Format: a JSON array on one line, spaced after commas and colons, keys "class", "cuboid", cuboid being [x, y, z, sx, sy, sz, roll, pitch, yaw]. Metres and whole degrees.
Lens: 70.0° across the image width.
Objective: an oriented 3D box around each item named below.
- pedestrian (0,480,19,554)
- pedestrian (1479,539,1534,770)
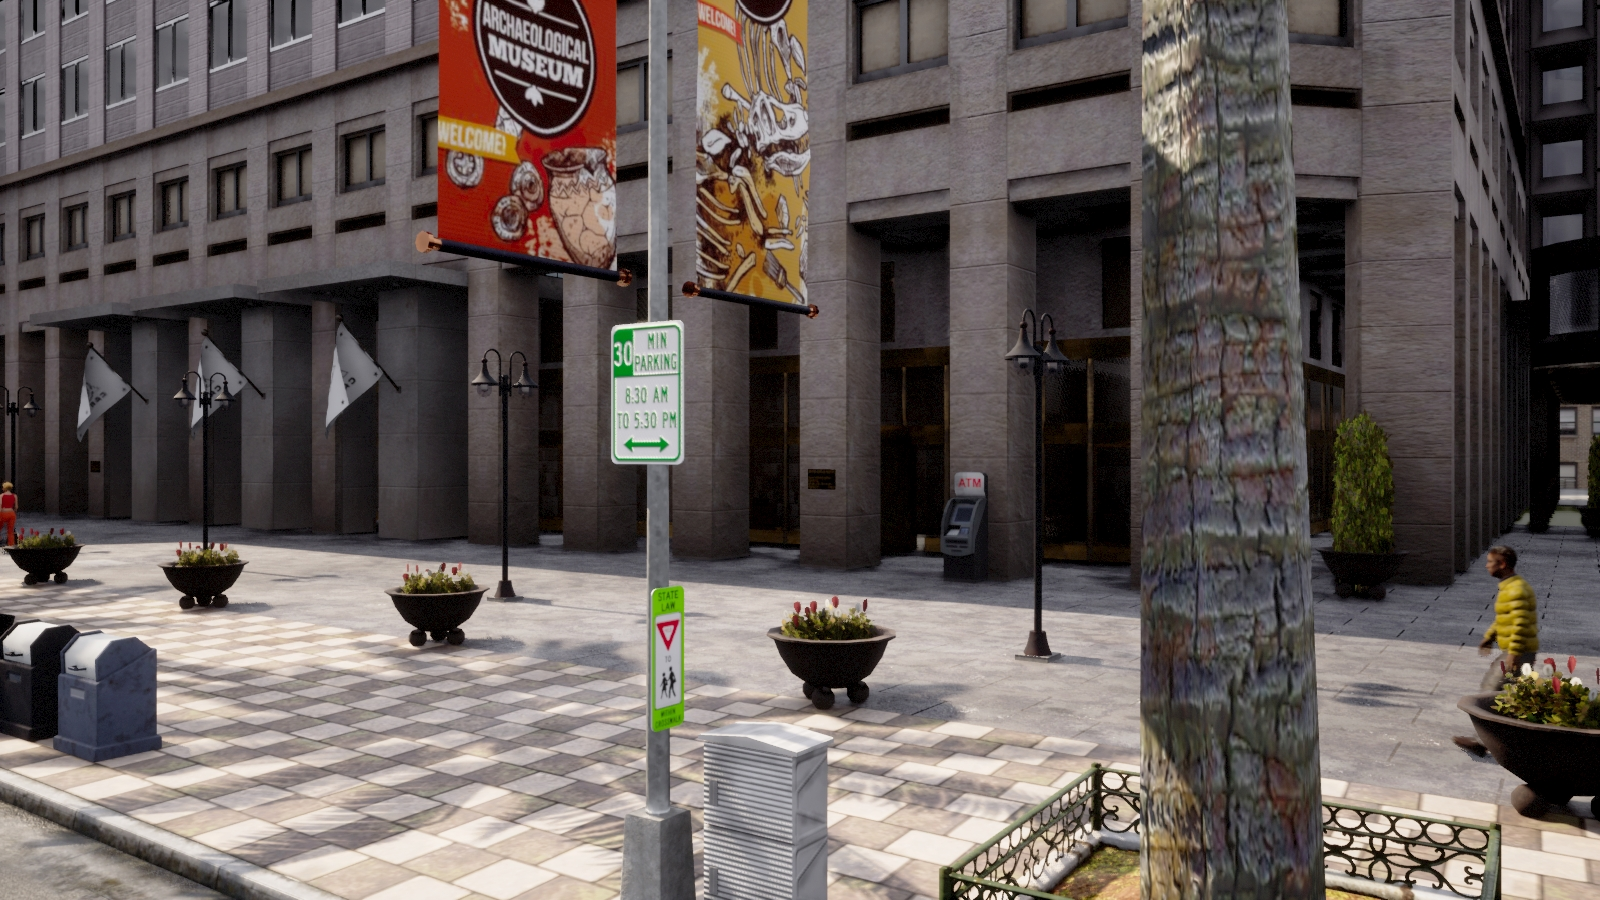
[{"class": "pedestrian", "cuboid": [-20.286, 1.704, 29.244, 0.375, 1.860, 0.375, 0, 0, 35]}, {"class": "pedestrian", "cuboid": [5.976, 1.701, 9.662, 0.375, 1.860, 0.375, 0, 0, 36]}]
